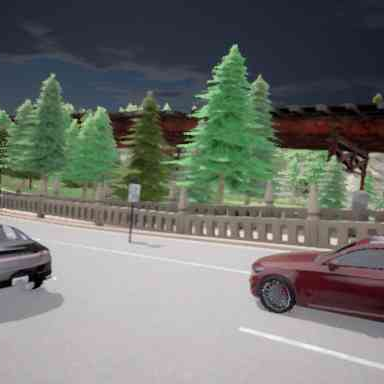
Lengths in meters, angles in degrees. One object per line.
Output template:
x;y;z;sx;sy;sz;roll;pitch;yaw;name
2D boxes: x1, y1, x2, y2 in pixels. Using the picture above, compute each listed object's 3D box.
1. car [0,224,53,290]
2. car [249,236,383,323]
-5.235;1.462;7.728;4.902;1.511;2.128;0;0;36;car
3.319;1.524;5.923;4.674;1.442;1.812;0;0;36;car
